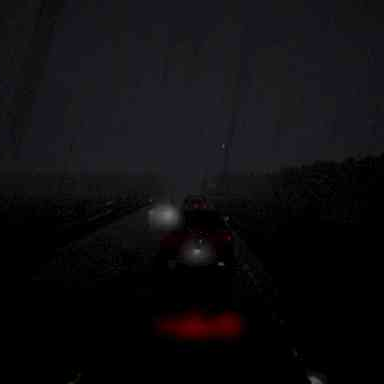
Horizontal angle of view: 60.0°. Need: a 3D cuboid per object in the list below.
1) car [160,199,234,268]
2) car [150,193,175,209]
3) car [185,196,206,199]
[{"bbox_3d":[0.151,1.200,10.217,1.882,1.535,5.008,0,2,1],"label":"car"},{"bbox_3d":[-2.614,0.790,29.791,1.895,1.301,4.718,0,2,1],"label":"car"},{"bbox_3d":[0.260,0.925,24.923,1.895,1.301,4.718,0,2,1],"label":"car"}]
